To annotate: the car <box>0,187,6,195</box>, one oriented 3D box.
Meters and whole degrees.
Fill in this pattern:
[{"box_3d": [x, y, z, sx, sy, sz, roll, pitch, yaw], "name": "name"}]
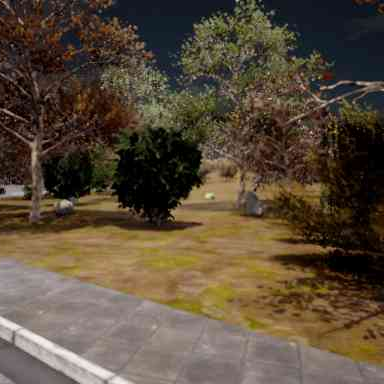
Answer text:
[{"box_3d": [-33.182, -0.281, 55.400, 1.882, 1.535, 5.008, 0, 2, 5], "name": "car"}]
